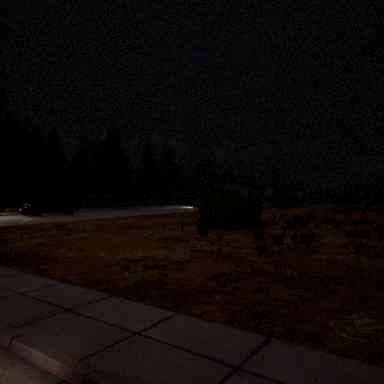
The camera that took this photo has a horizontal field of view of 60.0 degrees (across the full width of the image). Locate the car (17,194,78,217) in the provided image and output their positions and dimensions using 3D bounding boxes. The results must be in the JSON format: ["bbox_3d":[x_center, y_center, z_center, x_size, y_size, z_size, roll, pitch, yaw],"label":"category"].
[{"bbox_3d":[-13.789,1.246,32.108,2.150,2.045,5.566,0,0,36],"label":"car"}]

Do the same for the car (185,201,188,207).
[{"bbox_3d":[0.722,1.590,51.681,1.994,1.385,4.181,0,0,37],"label":"car"}]

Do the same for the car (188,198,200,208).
[{"bbox_3d":[1.880,1.589,47.269,1.994,1.385,4.181,0,0,39],"label":"car"}]
